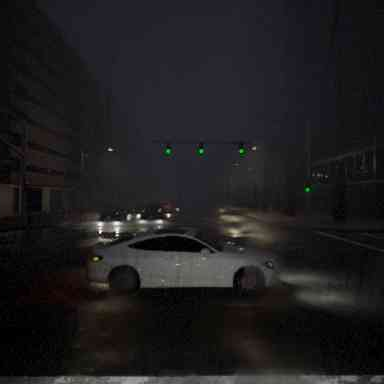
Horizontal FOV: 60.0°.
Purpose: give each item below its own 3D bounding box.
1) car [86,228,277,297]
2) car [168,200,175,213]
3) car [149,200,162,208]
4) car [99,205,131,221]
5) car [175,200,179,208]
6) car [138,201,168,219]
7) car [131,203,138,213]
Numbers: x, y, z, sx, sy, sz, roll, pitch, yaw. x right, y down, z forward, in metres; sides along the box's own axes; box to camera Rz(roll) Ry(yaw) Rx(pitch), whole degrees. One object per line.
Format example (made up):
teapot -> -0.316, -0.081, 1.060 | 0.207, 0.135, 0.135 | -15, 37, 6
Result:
car -> -0.248, 1.666, 8.390 | 4.674, 1.442, 1.812 | 0, -1, 0
car -> -3.812, 2.081, 45.404 | 1.882, 1.535, 5.008 | 0, -1, 1
car -> -6.994, 2.382, 64.495 | 1.812, 1.442, 4.674 | 0, -1, 1
car -> -7.397, 1.949, 31.784 | 1.812, 1.442, 4.674 | 0, -1, 0
car -> -3.490, 2.336, 64.629 | 1.882, 1.535, 5.008 | 0, -1, 1
car -> -3.899, 1.805, 34.017 | 2.097, 1.767, 4.553 | 0, -1, 0
car -> -7.332, 2.147, 43.909 | 1.994, 1.385, 4.181 | 0, -1, 1
